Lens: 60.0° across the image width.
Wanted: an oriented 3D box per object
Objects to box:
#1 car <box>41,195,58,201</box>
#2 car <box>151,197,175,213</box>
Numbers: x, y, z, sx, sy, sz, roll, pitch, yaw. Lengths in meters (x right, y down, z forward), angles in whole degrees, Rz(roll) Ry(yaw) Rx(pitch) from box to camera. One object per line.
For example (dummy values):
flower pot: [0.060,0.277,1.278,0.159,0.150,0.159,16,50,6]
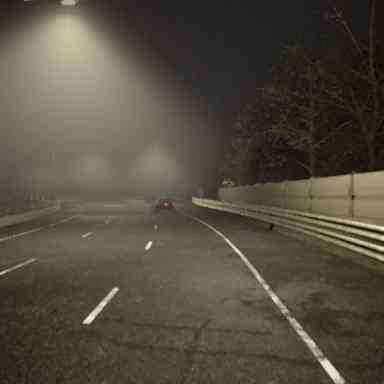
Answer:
car: [-34.821,1.431,81.939,1.837,1.490,4.892,0,0,-44]
car: [-3.200,1.345,36.374,2.097,1.767,4.553,0,0,-14]
